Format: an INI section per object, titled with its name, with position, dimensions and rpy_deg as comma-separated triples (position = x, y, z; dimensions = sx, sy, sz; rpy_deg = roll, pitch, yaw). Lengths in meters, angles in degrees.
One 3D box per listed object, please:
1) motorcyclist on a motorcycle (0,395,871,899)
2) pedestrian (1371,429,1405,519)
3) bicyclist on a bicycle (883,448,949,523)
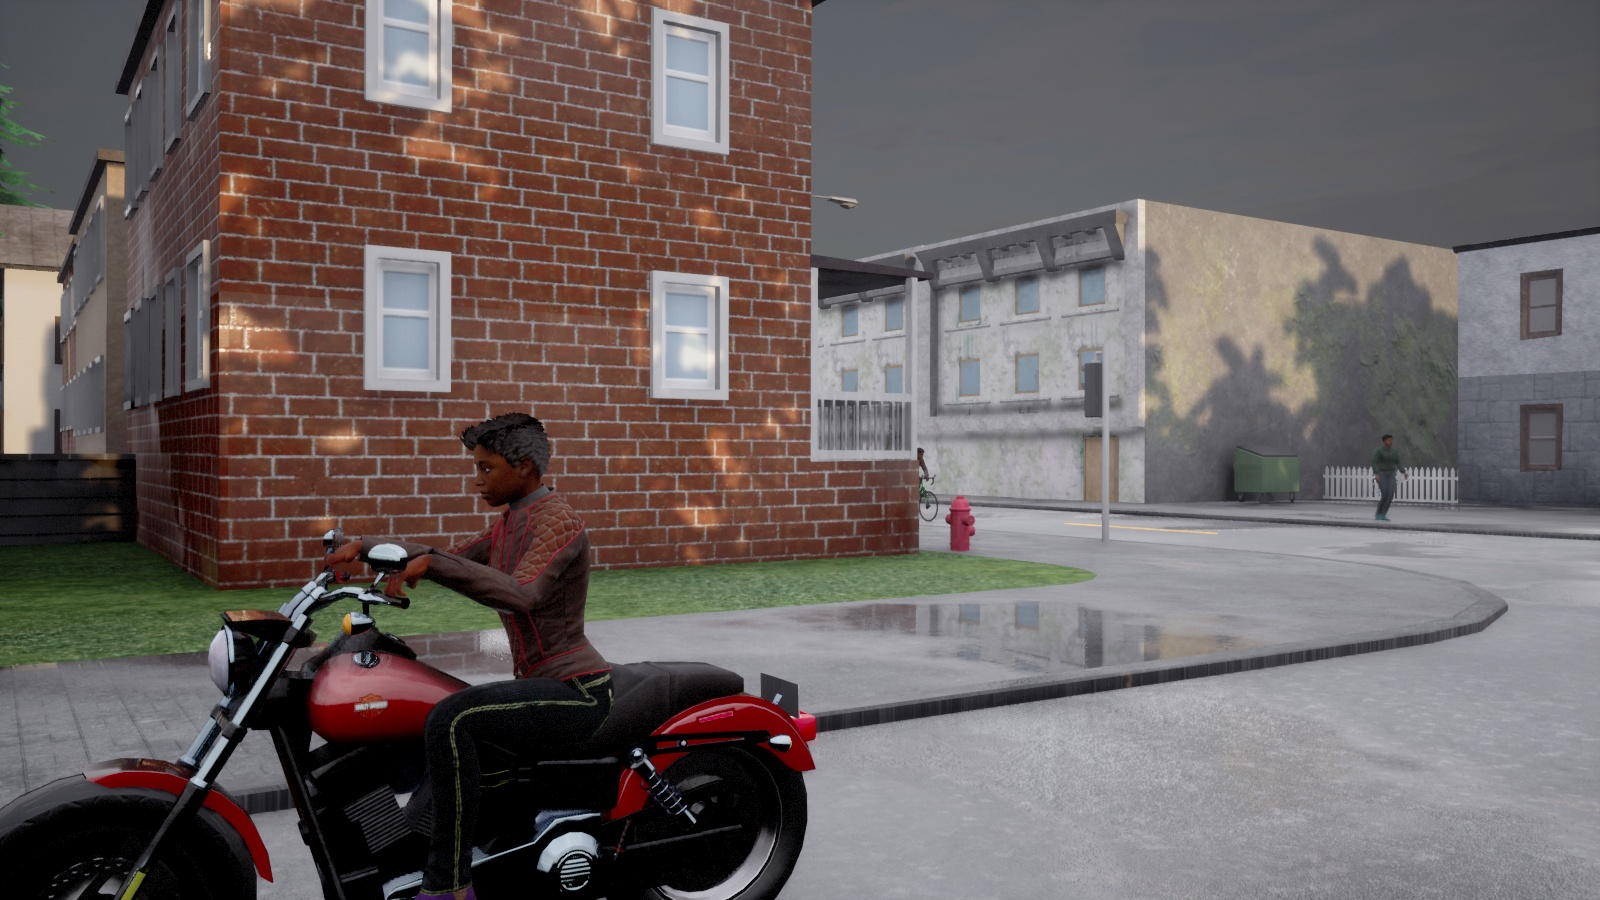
[motorcyclist on a motorcycle]
position = -1.003, 0.706, 3.468
dimensions = 2.350, 1.649, 0.766
rpy_deg = 0, 0, -30
[pedestrian]
position = 12.121, 0.492, 25.894
dimensions = 0.353, 1.847, 0.614
rpy_deg = 0, 0, -6
[bicyclist on a bicycle]
position = 2.560, 0.760, 27.913
dimensions = 0.582, 1.620, 1.656
rpy_deg = 0, 0, -32
